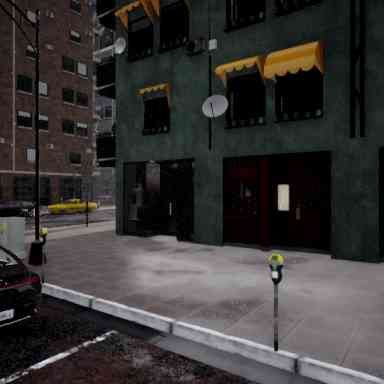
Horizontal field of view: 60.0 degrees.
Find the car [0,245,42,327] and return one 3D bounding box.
[{"bbox_3d":[-4.487,1.551,6.065,4.403,1.369,2.008,0,0,35],"label":"car"}]

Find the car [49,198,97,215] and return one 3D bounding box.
[{"bbox_3d":[-10.982,1.249,30.495,1.752,1.417,4.829,1,1,35],"label":"car"}]

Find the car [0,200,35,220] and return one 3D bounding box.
[{"bbox_3d":[-13.314,1.400,22.360,1.994,1.385,4.181,0,1,32],"label":"car"}]

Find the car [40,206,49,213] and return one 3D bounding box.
[{"bbox_3d":[-14.067,1.350,26.067,2.008,1.369,4.403,1,1,35],"label":"car"}]
